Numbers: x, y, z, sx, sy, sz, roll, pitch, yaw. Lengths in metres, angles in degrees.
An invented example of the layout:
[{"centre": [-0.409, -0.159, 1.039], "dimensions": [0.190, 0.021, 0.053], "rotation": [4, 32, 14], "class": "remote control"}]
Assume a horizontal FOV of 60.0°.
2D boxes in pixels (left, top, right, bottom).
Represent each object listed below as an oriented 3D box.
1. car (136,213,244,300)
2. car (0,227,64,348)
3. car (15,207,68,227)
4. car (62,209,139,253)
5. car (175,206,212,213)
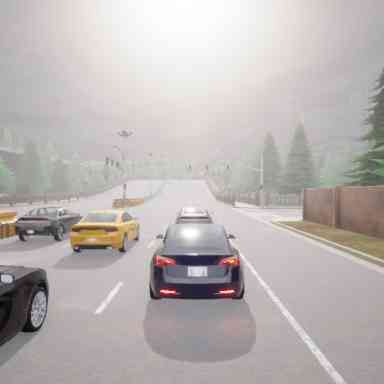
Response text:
[{"centre": [0.100, 1.504, 8.444], "dimensions": [2.163, 1.488, 4.792], "rotation": [0, 0, 0], "class": "car"}, {"centre": [-3.399, 1.478, 3.782], "dimensions": [1.882, 1.535, 5.008], "rotation": [0, 0, 0], "class": "car"}, {"centre": [-6.902, 1.491, 16.646], "dimensions": [2.128, 1.511, 4.902], "rotation": [0, 0, 0], "class": "car"}, {"centre": [-3.401, 1.478, 13.798], "dimensions": [1.882, 1.535, 5.008], "rotation": [0, 0, 0], "class": "car"}, {"centre": [0.097, 1.492, 17.534], "dimensions": [2.128, 1.511, 4.902], "rotation": [0, 0, 0], "class": "car"}]
